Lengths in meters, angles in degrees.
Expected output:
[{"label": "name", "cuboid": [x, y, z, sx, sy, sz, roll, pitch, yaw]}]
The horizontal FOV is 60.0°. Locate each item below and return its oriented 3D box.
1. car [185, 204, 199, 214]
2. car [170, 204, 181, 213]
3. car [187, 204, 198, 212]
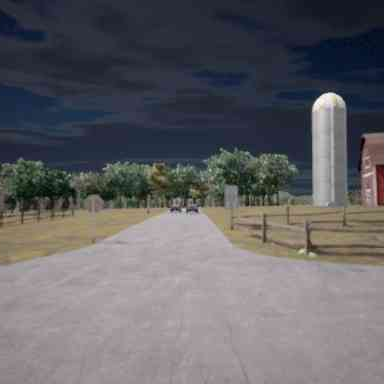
[{"label": "car", "cuboid": [0.025, 2.565, 51.727, 1.837, 1.490, 4.892, 0, -2, 0]}, {"label": "car", "cuboid": [-2.722, 2.732, 56.335, 2.033, 1.411, 5.357, 0, -2, 0]}, {"label": "car", "cuboid": [0.031, 2.915, 62.153, 1.994, 1.385, 4.181, 0, -2, 0]}]
